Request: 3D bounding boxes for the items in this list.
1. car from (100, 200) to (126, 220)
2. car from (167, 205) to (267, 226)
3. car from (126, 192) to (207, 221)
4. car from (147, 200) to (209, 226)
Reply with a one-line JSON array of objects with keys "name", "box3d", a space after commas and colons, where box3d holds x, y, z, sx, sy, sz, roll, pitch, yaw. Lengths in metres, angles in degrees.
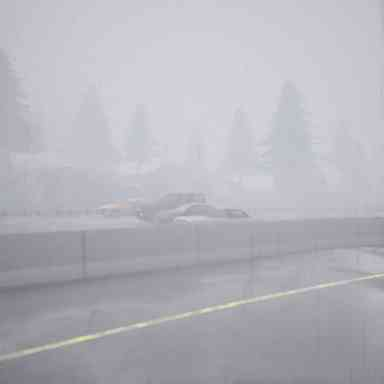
[{"name": "car", "box3d": [-4.521, 1.237, 25.638, 5.008, 1.535, 1.882, 1, 0, -29]}, {"name": "car", "box3d": [1.433, 1.509, 16.972, 4.718, 1.301, 1.895, 1, 0, -28]}, {"name": "car", "box3d": [-1.429, 1.029, 23.371, 5.566, 2.045, 2.150, 1, 0, -27]}, {"name": "car", "box3d": [-0.010, 1.392, 20.165, 4.674, 1.442, 1.812, 1, 0, -28]}]
